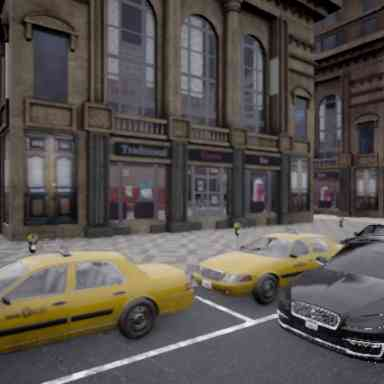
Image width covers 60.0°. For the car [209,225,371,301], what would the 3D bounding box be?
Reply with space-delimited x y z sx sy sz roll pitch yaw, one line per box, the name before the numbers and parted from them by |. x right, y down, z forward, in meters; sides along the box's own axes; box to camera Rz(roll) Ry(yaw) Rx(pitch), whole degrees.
car | 2.277 1.619 8.287 4.829 1.417 1.752 1 -1 -36

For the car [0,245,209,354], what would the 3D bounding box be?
car | -2.232 1.540 5.068 4.829 1.417 1.752 1 -1 -36

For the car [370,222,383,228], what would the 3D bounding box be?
car | 6.925 1.739 11.603 4.313 1.339 1.947 1 -1 -36

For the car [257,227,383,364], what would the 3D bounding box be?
car | 3.606 1.594 5.947 4.892 1.490 1.837 1 0 -36
